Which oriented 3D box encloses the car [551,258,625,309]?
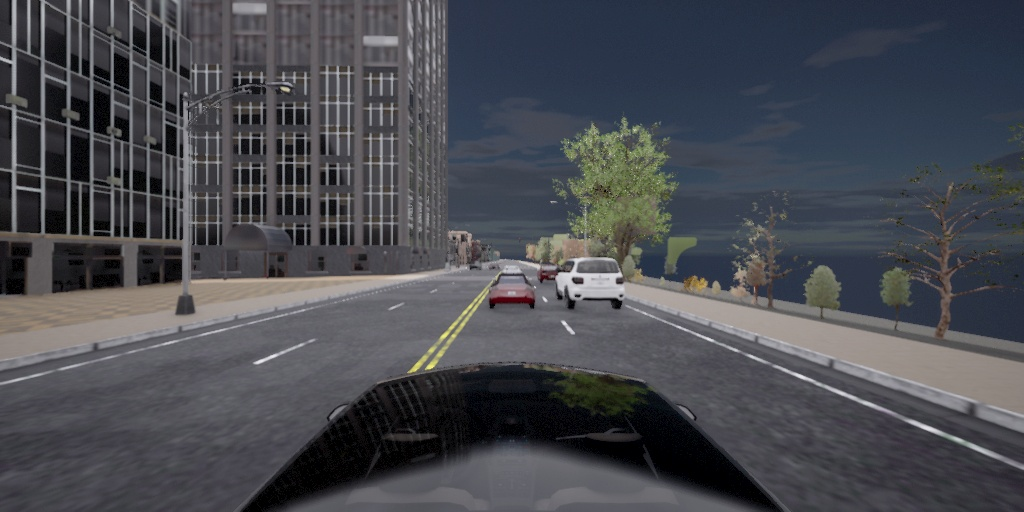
[{"bbox_3d":[3.251,1.099,15.871,2.150,2.045,5.566,0,0,0],"label":"car"}]

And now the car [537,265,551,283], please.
[{"bbox_3d":[3.254,1.506,31.322,1.882,1.535,5.008,0,0,0],"label":"car"}]

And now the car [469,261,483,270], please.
[{"bbox_3d":[-6.547,1.699,65.074,2.097,1.767,4.553,0,-1,1],"label":"car"}]

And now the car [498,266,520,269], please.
[{"bbox_3d":[0.004,1.553,31.239,1.812,1.442,4.674,0,0,0],"label":"car"}]

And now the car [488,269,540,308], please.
[{"bbox_3d":[0.004,1.450,16.160,1.994,1.385,4.181,0,0,0],"label":"car"}]
